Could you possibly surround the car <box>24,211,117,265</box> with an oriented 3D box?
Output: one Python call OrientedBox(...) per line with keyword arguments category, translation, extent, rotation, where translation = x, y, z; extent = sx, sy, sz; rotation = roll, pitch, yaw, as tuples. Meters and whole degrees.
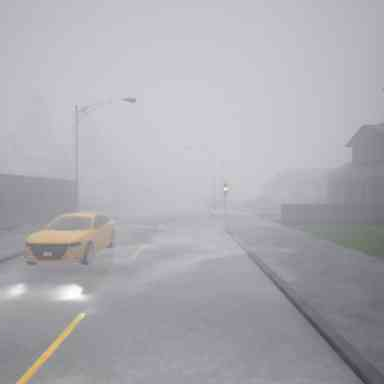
OrientedBox(category="car", translation=(-4.068, 1.489, 11.918), extent=(1.882, 1.535, 5.008), rotation=(0, 0, 0))
